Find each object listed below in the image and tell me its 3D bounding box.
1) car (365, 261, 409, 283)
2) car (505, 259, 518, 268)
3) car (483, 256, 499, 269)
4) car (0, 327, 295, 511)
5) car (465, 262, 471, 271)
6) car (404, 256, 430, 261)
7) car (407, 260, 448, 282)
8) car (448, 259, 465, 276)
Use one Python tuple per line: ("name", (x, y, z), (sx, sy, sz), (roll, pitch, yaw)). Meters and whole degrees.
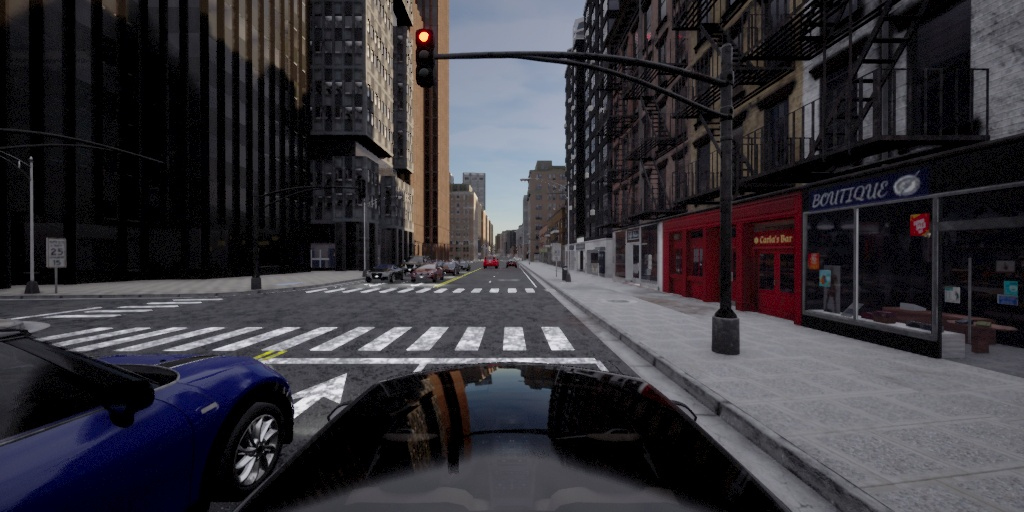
("car", (-9.915, 1.320, 28.338), (1.994, 1.385, 4.181), (0, 0, 1))
("car", (-0.086, 1.272, 61.844), (1.837, 1.490, 4.892), (0, 0, 0))
("car", (-3.423, 0.988, 58.060), (2.150, 2.045, 5.566), (0, 0, 0))
("car", (-3.146, 1.102, 1.601), (2.097, 1.767, 4.553), (0, 0, 0))
("car", (-6.728, 1.327, 48.388), (1.994, 1.385, 4.181), (0, 0, 0))
("car", (-9.952, 0.981, 37.673), (2.150, 2.045, 5.566), (0, 0, 0))
("car", (-6.675, 1.282, 28.747), (1.812, 1.442, 4.674), (0, 0, 0))
("car", (-6.705, 1.307, 38.428), (2.033, 1.411, 5.357), (0, 0, 0))
